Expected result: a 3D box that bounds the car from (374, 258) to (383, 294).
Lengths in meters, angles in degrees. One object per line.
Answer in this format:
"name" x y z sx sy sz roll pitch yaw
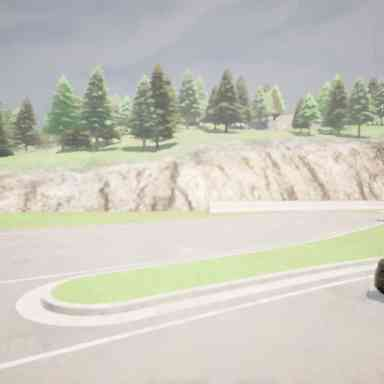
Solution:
"car" 6.068 1.653 7.458 4.181 1.385 1.994 1 0 -30
